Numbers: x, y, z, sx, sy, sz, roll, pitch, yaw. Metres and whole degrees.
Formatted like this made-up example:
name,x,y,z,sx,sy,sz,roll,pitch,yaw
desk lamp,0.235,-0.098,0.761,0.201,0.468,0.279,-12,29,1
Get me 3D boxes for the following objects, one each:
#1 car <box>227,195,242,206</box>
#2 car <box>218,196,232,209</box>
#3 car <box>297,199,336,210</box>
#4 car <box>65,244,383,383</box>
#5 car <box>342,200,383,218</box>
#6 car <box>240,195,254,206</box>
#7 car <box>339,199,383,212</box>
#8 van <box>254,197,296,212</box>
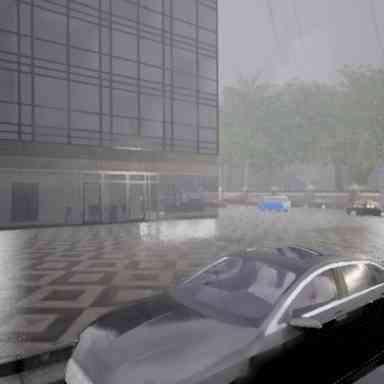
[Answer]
name,x,y,z,sx,sy,sz,roll,pitch,yaw
car,6.869,1.351,56.744,2.192,1.841,5.009,-1,0,-35
car,3.099,1.647,47.306,1.887,1.381,4.507,-1,0,-35
car,16.431,1.535,43.203,2.008,1.369,4.403,-1,0,-35
car,1.033,1.487,4.099,4.902,1.511,2.128,0,0,-35
car,15.845,1.555,29.249,2.008,1.369,4.403,-1,0,-35
car,10.058,1.606,52.231,1.802,1.307,4.206,-1,0,-35
car,19.618,1.539,38.689,1.802,1.307,4.206,-1,0,-35
van,9.470,1.404,38.276,1.690,1.788,3.998,-1,0,-35
